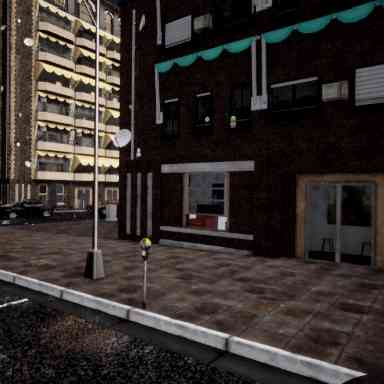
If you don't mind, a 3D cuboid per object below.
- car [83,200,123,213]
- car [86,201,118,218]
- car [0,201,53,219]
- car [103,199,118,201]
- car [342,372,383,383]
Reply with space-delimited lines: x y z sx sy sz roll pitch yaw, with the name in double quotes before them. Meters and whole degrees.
"car" -10.896 1.710 41.050 1.887 1.381 4.507 1 0 36
"car" -7.443 1.824 31.616 1.947 1.339 4.313 1 0 36
"car" -15.304 1.595 30.700 1.882 1.535 5.008 1 0 36
"car" -7.804 1.433 40.895 2.150 2.045 5.566 1 1 35
"car" 2.655 1.551 1.120 4.403 1.369 2.008 0 1 36
